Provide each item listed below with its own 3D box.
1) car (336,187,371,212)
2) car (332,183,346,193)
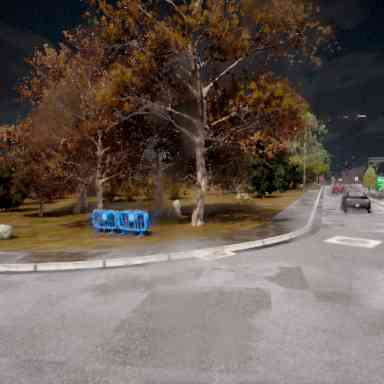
[{"bbox_3d":[12.768,0.668,26.086,2.128,1.511,4.902,2,3,22],"label":"car"},{"bbox_3d":[24.405,-0.728,55.162,2.097,1.767,4.553,1,3,22],"label":"car"}]
